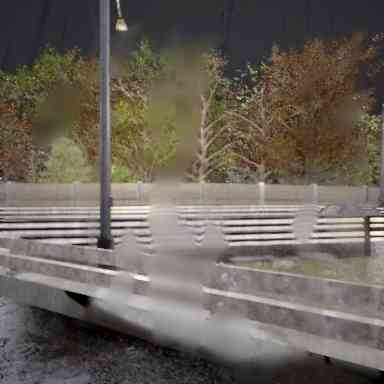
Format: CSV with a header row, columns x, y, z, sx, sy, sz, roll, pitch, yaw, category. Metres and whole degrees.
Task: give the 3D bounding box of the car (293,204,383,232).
x,y,z,sx,sy,sz,roll,pitch,yaw,category
7.616,1.388,17.193,4.553,1.767,2.097,1,0,-11,car
